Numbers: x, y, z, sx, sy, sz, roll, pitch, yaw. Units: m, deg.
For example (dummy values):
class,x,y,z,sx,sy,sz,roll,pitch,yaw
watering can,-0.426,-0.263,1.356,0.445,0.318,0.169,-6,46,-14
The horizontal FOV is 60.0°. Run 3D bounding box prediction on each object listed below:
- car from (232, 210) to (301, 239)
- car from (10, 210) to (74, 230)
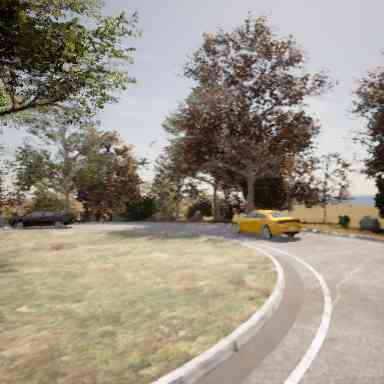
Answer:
class,x,y,z,sx,sy,sz,roll,pitch,yaw
car,4.283,1.846,19.983,1.882,1.535,5.008,0,-2,-26
car,-12.571,2.278,27.994,5.008,1.535,1.882,-1,-2,-8
